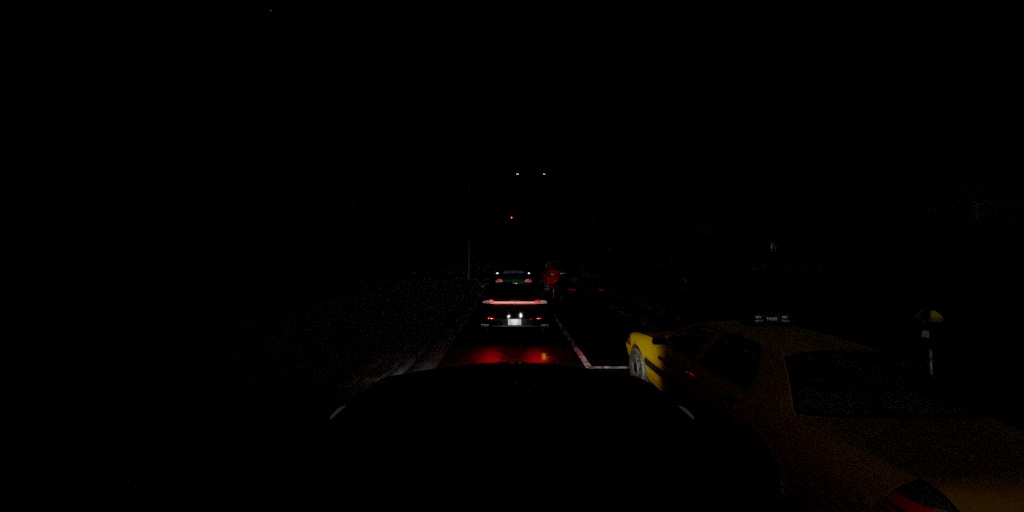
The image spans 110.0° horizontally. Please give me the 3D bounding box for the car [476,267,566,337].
[{"bbox_3d":[0.083,1.244,10.316,2.128,1.511,4.902,0,0,1],"label":"car"}]

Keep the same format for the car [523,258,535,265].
[{"bbox_3d":[2.735,1.356,46.570,1.888,1.381,4.507,0,0,0],"label":"car"}]

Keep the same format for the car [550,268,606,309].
[{"bbox_3d":[2.666,1.338,14.692,1.802,1.307,4.207,0,0,0],"label":"car"}]

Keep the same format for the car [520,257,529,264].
[{"bbox_3d":[2.770,1.402,62.881,1.888,1.381,4.507,0,0,0],"label":"car"}]

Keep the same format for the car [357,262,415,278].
[{"bbox_3d":[-11.124,1.235,31.746,4.902,1.511,2.128,0,-1,0],"label":"car"}]

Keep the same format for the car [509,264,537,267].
[{"bbox_3d":[0.066,1.325,19.261,1.994,1.385,4.181,0,0,-1],"label":"car"}]

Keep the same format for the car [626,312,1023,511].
[{"bbox_3d":[2.643,1.276,3.963,1.751,1.417,4.829,0,0,0],"label":"car"}]

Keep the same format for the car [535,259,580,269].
[{"bbox_3d":[2.678,1.076,20.140,2.192,1.841,5.009,0,0,0],"label":"car"}]
